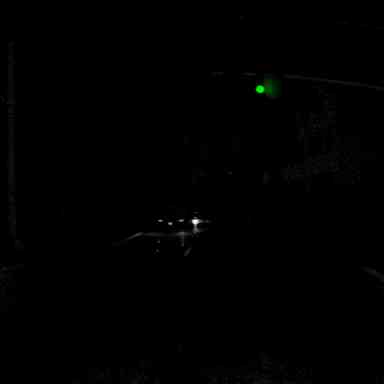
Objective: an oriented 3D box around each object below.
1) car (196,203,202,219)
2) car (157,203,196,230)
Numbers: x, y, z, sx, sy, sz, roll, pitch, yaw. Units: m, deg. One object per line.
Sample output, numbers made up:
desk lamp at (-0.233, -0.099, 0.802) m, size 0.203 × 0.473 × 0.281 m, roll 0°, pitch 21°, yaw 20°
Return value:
car at (-0.034, 1.804, 32.875) m, size 2.033 × 1.411 × 5.357 m, roll -1°, pitch 0°, yaw 6°
car at (-1.079, 1.690, 22.592) m, size 1.837 × 1.490 × 4.892 m, roll -1°, pitch 0°, yaw 6°
